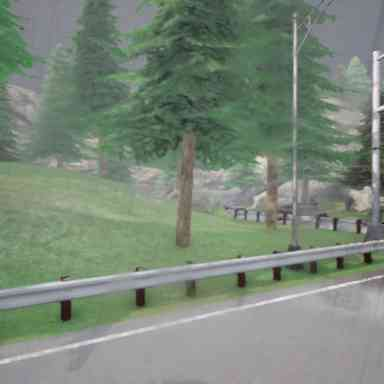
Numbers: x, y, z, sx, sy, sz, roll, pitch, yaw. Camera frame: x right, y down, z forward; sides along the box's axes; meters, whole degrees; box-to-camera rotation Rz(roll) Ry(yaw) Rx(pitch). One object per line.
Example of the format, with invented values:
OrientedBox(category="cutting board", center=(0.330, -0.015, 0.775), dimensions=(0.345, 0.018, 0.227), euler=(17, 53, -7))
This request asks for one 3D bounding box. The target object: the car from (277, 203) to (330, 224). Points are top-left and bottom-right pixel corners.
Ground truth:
OrientedBox(category="car", center=(8.044, 1.546, 24.676), dimensions=(1.994, 1.385, 4.181), euler=(0, 0, -31))

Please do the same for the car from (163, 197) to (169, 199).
OrientedBox(category="car", center=(-2.405, 1.415, 41.645), dimensions=(1.837, 1.490, 4.892), euler=(0, 0, -35))

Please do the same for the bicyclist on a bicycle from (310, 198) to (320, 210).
OrientedBox(category="bicyclist on a bicycle", center=(11.768, 1.378, 32.163), dimensions=(1.656, 1.620, 0.582), euler=(-7, 2, -31))

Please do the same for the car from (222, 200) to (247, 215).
OrientedBox(category="car", center=(3.174, 1.495, 32.861), dimensions=(2.033, 1.411, 5.357), euler=(0, 0, -31))
